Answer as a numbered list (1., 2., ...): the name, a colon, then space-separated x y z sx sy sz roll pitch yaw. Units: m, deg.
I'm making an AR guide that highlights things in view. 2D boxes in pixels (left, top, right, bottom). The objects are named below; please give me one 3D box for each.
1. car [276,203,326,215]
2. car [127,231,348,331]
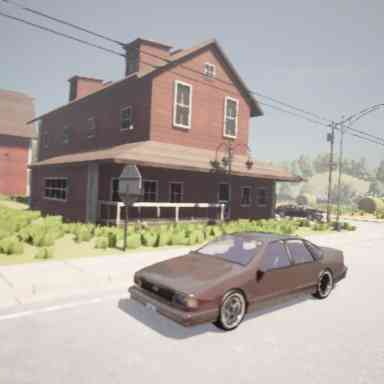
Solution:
1. car: 10.256 1.866 31.539 2.128 1.511 4.902 3 0 -41
2. car: 1.374 1.592 7.149 5.357 1.411 2.033 3 0 -40
